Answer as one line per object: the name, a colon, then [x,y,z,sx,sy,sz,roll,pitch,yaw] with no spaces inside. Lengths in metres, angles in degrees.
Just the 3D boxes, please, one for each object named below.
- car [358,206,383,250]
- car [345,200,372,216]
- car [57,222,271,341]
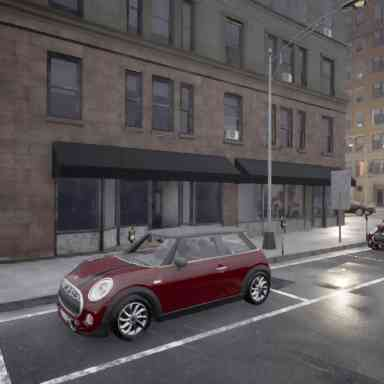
car: [8.555,1.445,12.813,4.097,1.590,1.967,0,0,-35]
car: [14.774,1.403,31.720,1.882,1.535,5.008,1,0,-37]
car: [-0.406,1.441,6.456,4.097,1.590,1.967,0,0,-35]
